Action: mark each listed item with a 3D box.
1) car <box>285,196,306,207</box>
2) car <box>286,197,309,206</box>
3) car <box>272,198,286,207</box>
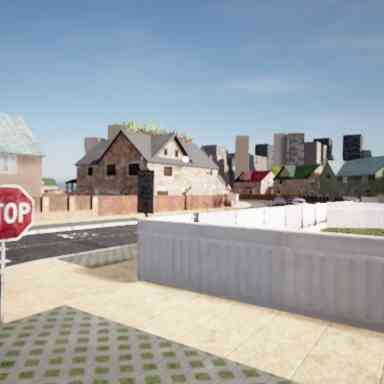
[{"bbox_3d":[15.941,1.485,51.459,2.128,1.511,4.902,1,0,7],"label":"car"},{"bbox_3d":[12.558,1.552,38.886,1.812,1.442,4.674,2,1,23],"label":"car"},{"bbox_3d":[12.099,1.498,46.052,2.033,1.411,5.357,1,0,15],"label":"car"}]
